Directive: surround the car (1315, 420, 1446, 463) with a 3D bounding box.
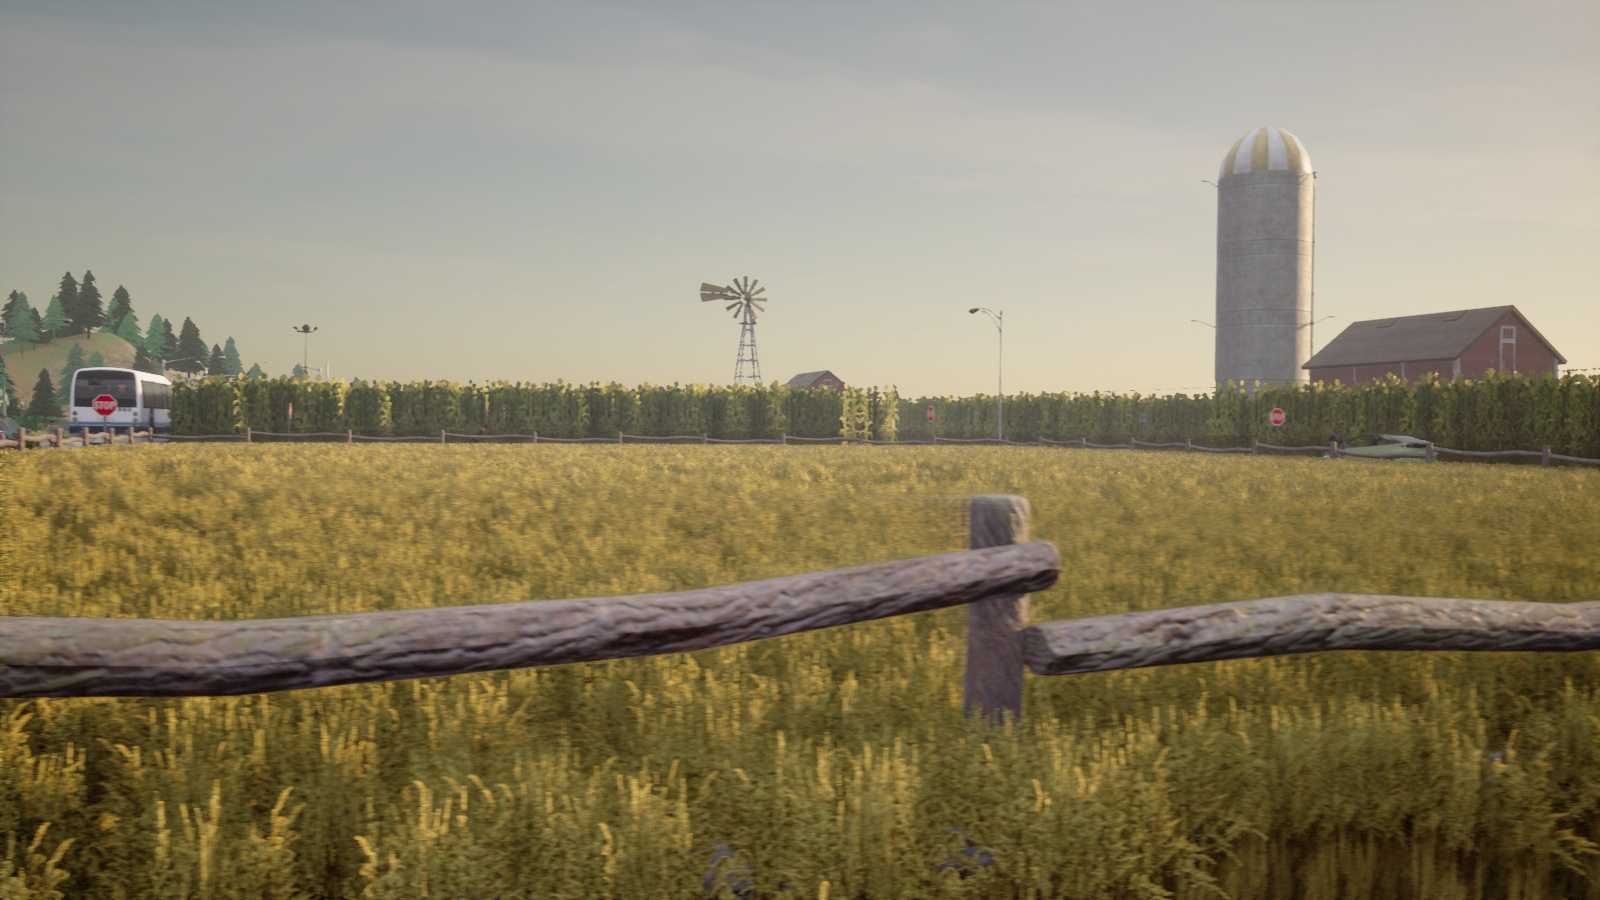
[{"bbox_3d":[21.875,-0.355,47.540,2.007,1.525,4.514,-1,1,-17],"label":"car"}]

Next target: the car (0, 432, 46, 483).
[{"bbox_3d":[-28.836,0.238,44.971,2.097,1.767,4.553,-1,1,-18],"label":"car"}]

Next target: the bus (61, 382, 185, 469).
[{"bbox_3d":[-35.880,-1.279,67.067,3.944,4.253,10.273,-1,1,-18],"label":"bus"}]
